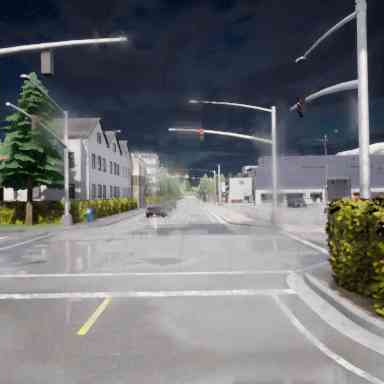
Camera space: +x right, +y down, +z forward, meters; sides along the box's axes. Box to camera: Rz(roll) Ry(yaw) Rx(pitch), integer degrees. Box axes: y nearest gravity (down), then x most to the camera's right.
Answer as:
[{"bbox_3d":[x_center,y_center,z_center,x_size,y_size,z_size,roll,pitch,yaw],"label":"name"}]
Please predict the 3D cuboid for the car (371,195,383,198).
[{"bbox_3d":[19.118,1.183,31.239,1.905,1.878,3.866,-1,-1,0],"label":"car"}]

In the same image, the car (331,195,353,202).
[{"bbox_3d":[25.490,1.398,56.503,2.152,1.636,5.027,-1,-1,0],"label":"car"}]

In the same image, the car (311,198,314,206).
[{"bbox_3d":[19.075,1.572,56.164,1.970,1.475,3.806,-1,-1,0],"label":"car"}]

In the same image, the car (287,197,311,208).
[{"bbox_3d":[15.429,1.628,49.107,2.007,1.523,4.514,-1,-1,0],"label":"car"}]

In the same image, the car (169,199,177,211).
[{"bbox_3d":[-3.586,1.883,44.843,2.128,1.511,4.902,-1,-1,0],"label":"car"}]

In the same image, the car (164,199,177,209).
[{"bbox_3d":[-3.539,1.994,55.256,1.837,1.490,4.892,-1,-1,0],"label":"car"}]

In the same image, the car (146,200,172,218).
[{"bbox_3d":[-3.600,1.843,34.547,2.033,1.411,5.357,-1,-1,0],"label":"car"}]
